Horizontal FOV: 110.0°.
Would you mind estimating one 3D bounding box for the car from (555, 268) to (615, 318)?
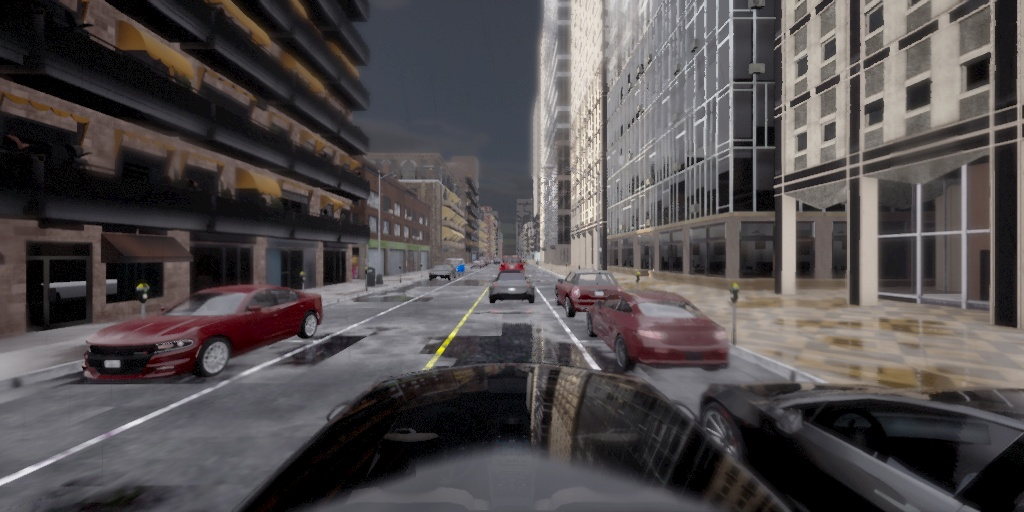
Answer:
[{"bbox_3d":[2.689,1.188,13.002,1.967,1.591,4.097,0,0,0],"label":"car"}]

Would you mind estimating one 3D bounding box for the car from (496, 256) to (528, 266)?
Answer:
[{"bbox_3d":[0.000,1.009,31.531,2.150,2.045,5.566,0,0,0],"label":"car"}]

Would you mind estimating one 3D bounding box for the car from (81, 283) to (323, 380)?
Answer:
[{"bbox_3d":[-5.691,1.293,7.355,1.888,1.381,4.507,0,0,0],"label":"car"}]

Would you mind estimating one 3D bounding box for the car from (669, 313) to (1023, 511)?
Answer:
[{"bbox_3d":[2.690,1.313,1.705,1.948,1.339,4.313,0,0,0],"label":"car"}]

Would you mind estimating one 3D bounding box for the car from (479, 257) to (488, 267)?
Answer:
[{"bbox_3d":[-5.691,1.343,63.840,1.802,1.307,4.207,0,0,0],"label":"car"}]

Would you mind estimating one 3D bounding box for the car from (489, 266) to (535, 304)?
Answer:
[{"bbox_3d":[0.000,1.322,16.500,1.994,1.385,4.181,0,0,0],"label":"car"}]

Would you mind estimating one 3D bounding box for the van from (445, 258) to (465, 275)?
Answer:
[{"bbox_3d":[-5.691,1.091,35.598,1.690,1.789,3.998,0,0,0],"label":"van"}]

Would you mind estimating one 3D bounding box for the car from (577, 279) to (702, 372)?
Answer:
[{"bbox_3d":[2.689,1.330,7.355,1.802,1.307,4.207,0,0,0],"label":"car"}]

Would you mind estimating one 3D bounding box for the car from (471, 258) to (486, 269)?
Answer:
[{"bbox_3d":[-5.691,1.339,58.191,1.802,1.307,4.207,0,0,0],"label":"car"}]

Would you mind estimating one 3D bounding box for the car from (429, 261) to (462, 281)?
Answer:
[{"bbox_3d":[-5.692,1.316,29.949,1.948,1.339,4.313,0,0,0],"label":"car"}]
